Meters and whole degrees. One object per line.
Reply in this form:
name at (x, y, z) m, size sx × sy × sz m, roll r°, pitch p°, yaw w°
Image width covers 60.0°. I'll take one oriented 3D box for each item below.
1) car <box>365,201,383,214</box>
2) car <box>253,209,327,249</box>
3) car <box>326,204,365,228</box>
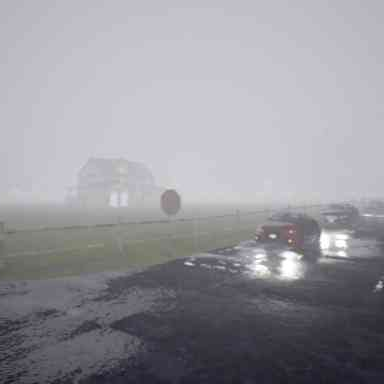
car at (20.935, 1.717, 37.826) m, size 2.033 × 1.411 × 5.357 m, roll 0°, pitch 0°, yaw 36°
car at (4.420, 1.611, 15.099) m, size 1.994 × 1.385 × 4.181 m, roll 0°, pitch 0°, yaw 36°
car at (10.354, 1.577, 23.286) m, size 2.128 × 1.511 × 4.902 m, roll 0°, pitch 0°, yaw 36°
